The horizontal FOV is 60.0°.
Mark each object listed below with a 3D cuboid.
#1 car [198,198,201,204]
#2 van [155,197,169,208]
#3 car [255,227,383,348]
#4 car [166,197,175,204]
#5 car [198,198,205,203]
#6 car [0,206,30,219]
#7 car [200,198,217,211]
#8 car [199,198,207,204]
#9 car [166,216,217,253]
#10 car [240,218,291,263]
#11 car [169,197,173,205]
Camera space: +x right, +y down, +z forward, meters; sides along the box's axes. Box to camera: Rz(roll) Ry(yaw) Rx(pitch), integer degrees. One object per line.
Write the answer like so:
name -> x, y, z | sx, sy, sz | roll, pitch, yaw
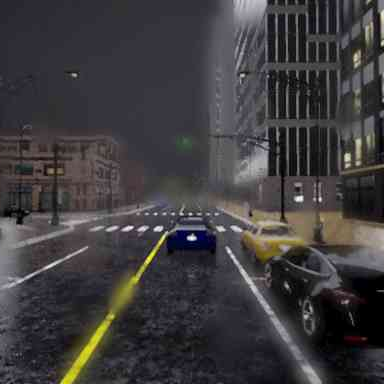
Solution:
car -> 2.646, 2.268, 77.823 | 1.752, 1.417, 4.829 | 1, -1, 0
van -> -5.719, 1.923, 61.058 | 1.690, 1.788, 3.998 | 1, -1, 0
car -> 2.664, 1.628, 6.389 | 1.947, 1.339, 4.313 | 1, -1, 0
car -> -5.739, 2.162, 88.728 | 2.192, 1.841, 5.009 | 1, -1, 0
car -> 2.634, 2.445, 94.256 | 1.887, 1.381, 4.507 | 1, -1, 0
car -> -19.443, 2.136, 35.089 | 4.313, 1.339, 1.947 | -1, -1, 1
car -> 2.668, 1.916, 49.980 | 1.967, 1.590, 4.097 | 1, -1, 0
car -> 2.642, 2.321, 83.357 | 1.752, 1.417, 4.829 | 1, -1, 0
car -> -0.005, 1.700, 14.285 | 1.994, 1.385, 4.181 | 0, -1, 0
car -> 2.831, 1.642, 12.203 | 1.752, 1.417, 4.829 | 1, -1, 0
car -> -5.731, 2.270, 72.124 | 1.802, 1.307, 4.206 | 1, -1, 0
